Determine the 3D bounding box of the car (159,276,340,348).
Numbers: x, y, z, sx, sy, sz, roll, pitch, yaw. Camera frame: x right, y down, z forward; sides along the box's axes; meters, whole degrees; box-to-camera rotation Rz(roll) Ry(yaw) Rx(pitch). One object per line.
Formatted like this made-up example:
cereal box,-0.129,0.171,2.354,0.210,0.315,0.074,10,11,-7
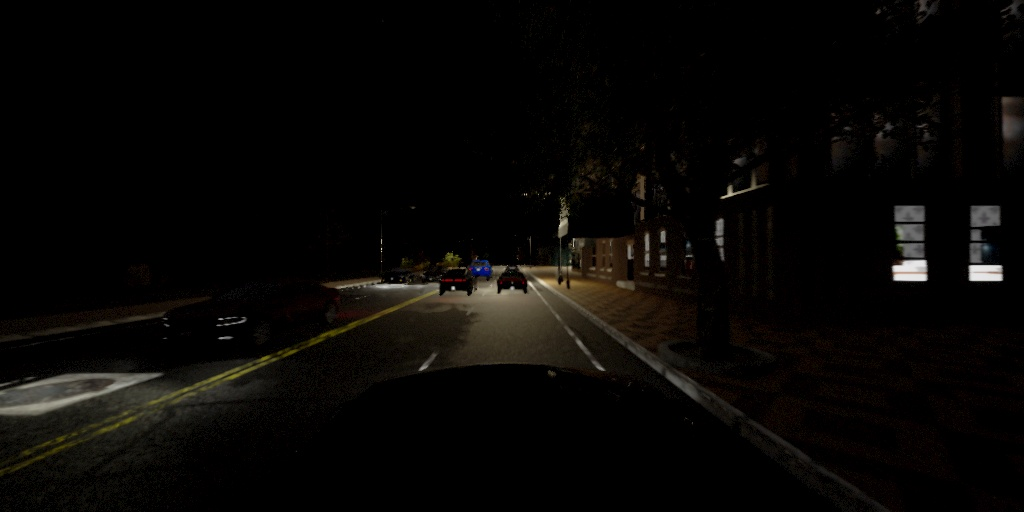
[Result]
car,-6.595,1.341,9.761,1.882,1.535,5.008,0,-1,0

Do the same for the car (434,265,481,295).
car,-3.210,1.534,22.108,1.837,1.490,4.892,0,0,0

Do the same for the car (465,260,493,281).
car,-3.230,1.457,37.376,2.150,2.045,5.566,0,0,0

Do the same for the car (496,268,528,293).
car,0.023,1.644,23.335,1.895,1.301,4.718,0,-1,0

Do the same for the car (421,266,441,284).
car,-6.649,1.664,31.727,1.837,1.490,4.892,0,-1,0

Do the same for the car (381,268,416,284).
car,-9.899,1.723,31.560,1.994,1.385,4.181,0,-1,0

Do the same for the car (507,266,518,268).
car,0.021,1.860,42.122,1.994,1.385,4.181,0,-1,0
